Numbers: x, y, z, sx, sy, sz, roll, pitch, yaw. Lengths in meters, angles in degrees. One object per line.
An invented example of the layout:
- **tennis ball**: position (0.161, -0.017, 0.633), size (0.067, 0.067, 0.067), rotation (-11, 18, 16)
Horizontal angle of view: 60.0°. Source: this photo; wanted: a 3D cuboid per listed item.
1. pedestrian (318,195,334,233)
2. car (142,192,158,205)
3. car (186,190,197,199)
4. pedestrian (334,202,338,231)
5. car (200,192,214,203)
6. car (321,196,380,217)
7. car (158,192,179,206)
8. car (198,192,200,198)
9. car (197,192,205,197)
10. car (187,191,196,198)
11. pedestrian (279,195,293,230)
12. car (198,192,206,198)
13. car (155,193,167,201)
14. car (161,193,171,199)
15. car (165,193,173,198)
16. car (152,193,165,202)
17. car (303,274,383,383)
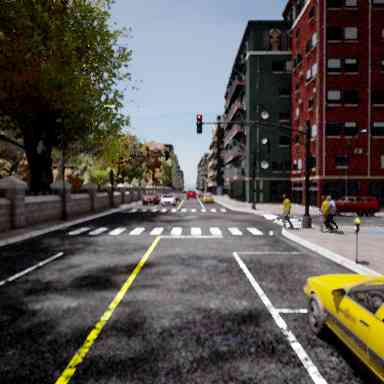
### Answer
- **pedestrian**: position (6.330, 0.993, 15.729), size (0.375, 1.860, 0.375), rotation (0, 1, 0)
- **car**: position (-5.795, 0.881, 47.084), size (2.192, 1.841, 5.009), rotation (0, 1, 0)
- **car**: position (-0.153, 0.564, 72.441), size (2.150, 2.045, 5.566), rotation (0, 0, 0)
- **pedestrian**: position (6.772, 1.002, 16.330), size (0.375, 1.860, 0.375), rotation (0, 1, 0)
- **car**: position (2.574, 1.042, 52.809), size (1.752, 1.417, 4.829), rotation (0, 0, 0)
- **car**: position (14.550, 1.303, 30.558), size (5.009, 1.841, 2.192), rotation (1, 0, 0)
- **car**: position (-3.183, 1.109, 45.071), size (1.812, 1.442, 4.674), rotation (0, 0, 0)
- **car**: position (2.563, 1.015, 58.174), size (1.887, 1.381, 4.507), rotation (0, 0, 0)
- **car**: position (2.492, 0.734, 91.384), size (1.887, 1.381, 4.507), rotation (0, 0, 0)
- **car**: position (-0.176, 0.528, 82.802), size (2.097, 1.767, 4.553), rotation (0, 0, 0)
- **pedestrian**: position (4.784, 0.985, 16.925), size (0.375, 1.860, 0.375), rotation (0, 1, 0)
- **car**: position (2.504, 0.780, 85.849), size (1.887, 1.381, 4.507), rotation (0, 0, 0)
- **car**: position (-5.829, 0.968, 63.691), size (1.887, 1.381, 4.507), rotation (0, 0, 0)
- **car**: position (-5.853, 0.911, 74.761), size (1.802, 1.307, 4.206), rotation (0, 0, 0)
- **car**: position (-5.876, 0.818, 85.832), size (1.802, 1.307, 4.206), rotation (0, 0, 0)
- **car**: position (-5.818, 0.911, 58.155), size (1.967, 1.590, 4.097), rotation (0, 0, 0)
- **car**: position (2.680, 1.489, 3.711), size (1.752, 1.417, 4.829), rotation (0, 1, 0)
